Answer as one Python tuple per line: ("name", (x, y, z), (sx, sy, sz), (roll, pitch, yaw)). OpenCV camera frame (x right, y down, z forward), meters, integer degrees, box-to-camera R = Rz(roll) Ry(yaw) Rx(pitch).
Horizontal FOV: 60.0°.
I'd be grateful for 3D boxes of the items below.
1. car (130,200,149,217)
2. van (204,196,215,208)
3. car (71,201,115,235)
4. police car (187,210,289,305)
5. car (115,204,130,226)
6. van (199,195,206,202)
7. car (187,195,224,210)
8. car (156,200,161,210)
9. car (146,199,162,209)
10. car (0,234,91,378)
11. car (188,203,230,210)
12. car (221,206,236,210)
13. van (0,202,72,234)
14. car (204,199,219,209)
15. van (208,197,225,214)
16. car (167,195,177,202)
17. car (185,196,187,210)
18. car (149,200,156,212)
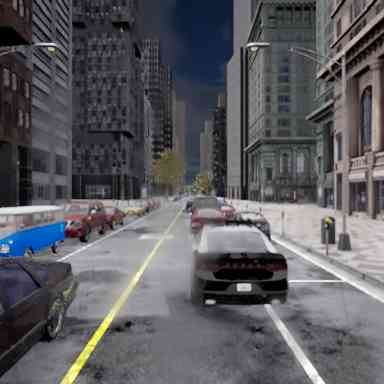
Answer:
("car", (-5.708, 1.701, 33.237), (1.752, 1.417, 4.829), (0, 0, 0))
("van", (2.888, 1.637, 55.474), (1.690, 1.788, 3.998), (0, 0, 0))
("car", (-5.736, 1.404, 16.832), (2.192, 1.841, 5.009), (0, 0, 0))
("police car", (0.915, 1.470, 8.376), (1.930, 1.638, 5.238), (0, 0, 0))
("car", (-5.727, 1.663, 22.356), (1.887, 1.381, 4.507), (0, 0, 0))
("van", (2.948, 1.861, 93.458), (1.690, 1.788, 3.998), (0, 0, 0))
("car", (0.947, 1.353, 24.298), (2.150, 2.045, 5.566), (0, 0, 0))
("car", (-5.689, 1.780, 44.457), (1.887, 1.381, 4.507), (0, 0, 0))
("car", (-5.679, 1.809, 49.983), (1.887, 1.381, 4.507), (0, 0, 0))
("car", (-2.993, 1.568, 3.819), (2.033, 1.411, 5.357), (0, 0, 0))
("car", (0.862, 1.575, 18.255), (1.882, 1.535, 5.008), (0, 0, -1))
("car", (2.805, 1.640, 16.798), (2.008, 1.369, 4.403), (0, 0, 0))
("van", (-5.746, 1.401, 11.306), (1.690, 1.788, 3.998), (0, 0, 0))
("car", (2.876, 1.810, 49.947), (1.887, 1.381, 4.507), (0, 0, 0))
("van", (2.853, 1.547, 38.899), (1.690, 1.788, 3.998), (0, 0, 0))
("car", (-5.594, 2.011, 87.905), (1.752, 1.417, 4.829), (0, 0, 0))
("car", (0.122, 1.755, 47.214), (1.837, 1.490, 4.892), (0, 0, 1))
("car", (-5.698, 1.750, 38.932), (1.887, 1.381, 4.507), (0, 0, 0))
